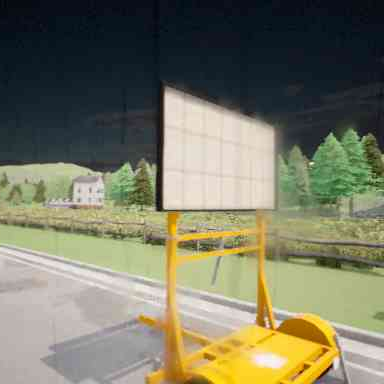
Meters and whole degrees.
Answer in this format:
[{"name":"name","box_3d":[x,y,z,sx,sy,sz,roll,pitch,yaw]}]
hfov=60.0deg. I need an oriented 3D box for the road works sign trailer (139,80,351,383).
[{"name":"road works sign trailer","box_3d":[0.277,0.646,4.299,2.880,3.560,2.380,-1,-3,42]}]
